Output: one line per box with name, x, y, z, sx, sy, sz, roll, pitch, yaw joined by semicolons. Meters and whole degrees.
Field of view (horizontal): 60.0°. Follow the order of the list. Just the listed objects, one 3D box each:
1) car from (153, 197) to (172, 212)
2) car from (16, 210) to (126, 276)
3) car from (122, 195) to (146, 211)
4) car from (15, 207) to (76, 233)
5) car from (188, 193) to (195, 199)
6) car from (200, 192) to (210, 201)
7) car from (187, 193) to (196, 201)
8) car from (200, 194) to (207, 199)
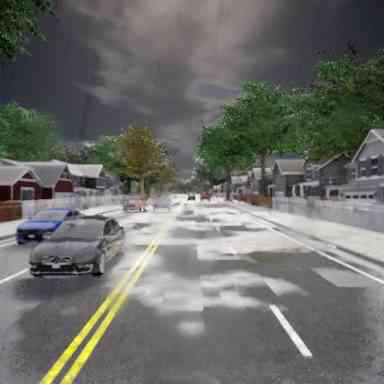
car;-3.307;1.303;38.080;1.882;1.535;5.008;0;0;0
car;-3.358;1.563;10.639;1.837;1.490;4.892;0;0;0
car;-6.557;1.184;38.105;2.097;1.767;4.553;0;0;0
car;-6.604;1.539;16.177;1.882;1.535;5.008;0;0;0
car;-0.135;1.126;89.349;1.882;1.535;5.008;0;0;0
car;3.131;1.078;78.643;2.150;2.045;5.566;0;0;0
car;-0.119;1.332;78.962;1.882;1.535;5.008;0;0;0
car;3.115;1.169;89.354;1.812;1.442;4.674;0;0;0
